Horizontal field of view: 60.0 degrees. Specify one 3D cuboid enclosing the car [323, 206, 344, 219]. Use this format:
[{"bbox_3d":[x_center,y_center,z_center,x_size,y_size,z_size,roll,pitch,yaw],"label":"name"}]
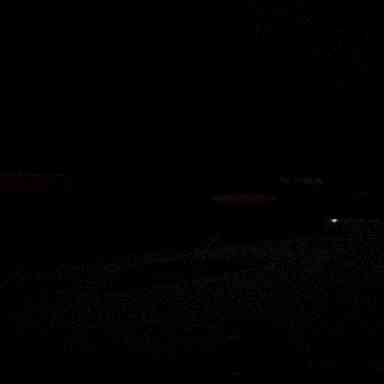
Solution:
[{"bbox_3d":[14.076,2.220,36.574,1.882,1.535,5.008,-1,-1,-36],"label":"car"}]
